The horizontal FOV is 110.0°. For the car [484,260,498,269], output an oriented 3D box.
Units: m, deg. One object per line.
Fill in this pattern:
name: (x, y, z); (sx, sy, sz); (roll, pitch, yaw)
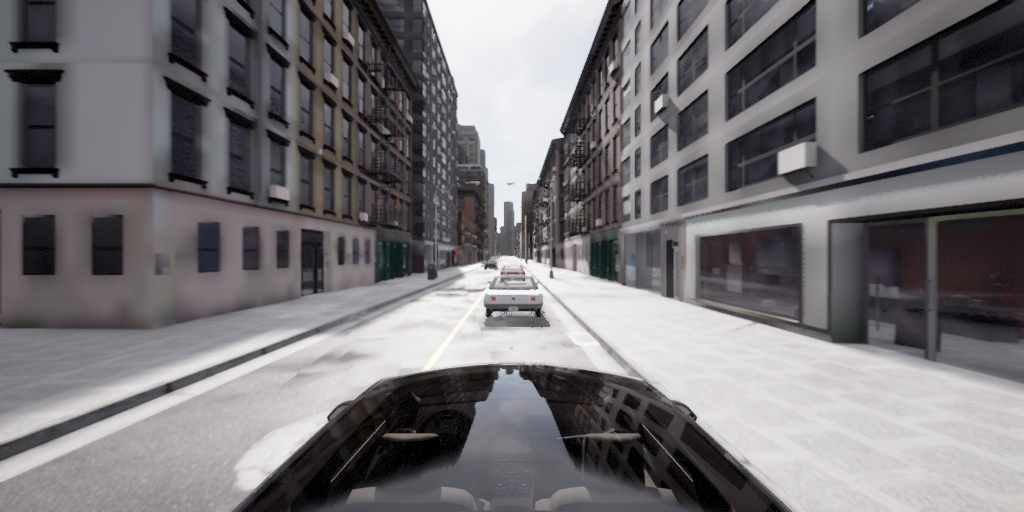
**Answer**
car: (-3.067, 1.238, 52.225); (1.895, 1.301, 4.718); (0, 0, 0)

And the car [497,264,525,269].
car: (0.070, 1.292, 28.170); (1.895, 1.301, 4.718); (0, 0, 0)

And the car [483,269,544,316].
car: (0.066, 1.325, 13.161); (1.895, 1.301, 4.718); (0, 0, 0)
